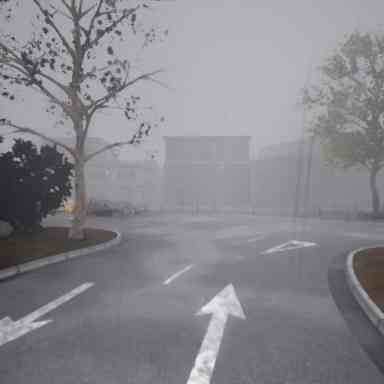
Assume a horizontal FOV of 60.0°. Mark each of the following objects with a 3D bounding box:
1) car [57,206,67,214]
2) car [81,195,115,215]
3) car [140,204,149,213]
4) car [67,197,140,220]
[{"bbox_3d":[-12.759,1.473,34.862,2.097,1.535,5.008,-1,0,1],"label":"car"},{"bbox_3d":[-9.727,1.298,34.777,2.185,1.767,4.553,-1,0,1],"label":"car"},{"bbox_3d":[-6.692,1.470,30.478,5.357,1.411,2.033,-1,0,5],"label":"car"},{"bbox_3d":[-7.134,1.427,27.136,4.902,1.511,2.128,-1,0,9],"label":"car"}]
